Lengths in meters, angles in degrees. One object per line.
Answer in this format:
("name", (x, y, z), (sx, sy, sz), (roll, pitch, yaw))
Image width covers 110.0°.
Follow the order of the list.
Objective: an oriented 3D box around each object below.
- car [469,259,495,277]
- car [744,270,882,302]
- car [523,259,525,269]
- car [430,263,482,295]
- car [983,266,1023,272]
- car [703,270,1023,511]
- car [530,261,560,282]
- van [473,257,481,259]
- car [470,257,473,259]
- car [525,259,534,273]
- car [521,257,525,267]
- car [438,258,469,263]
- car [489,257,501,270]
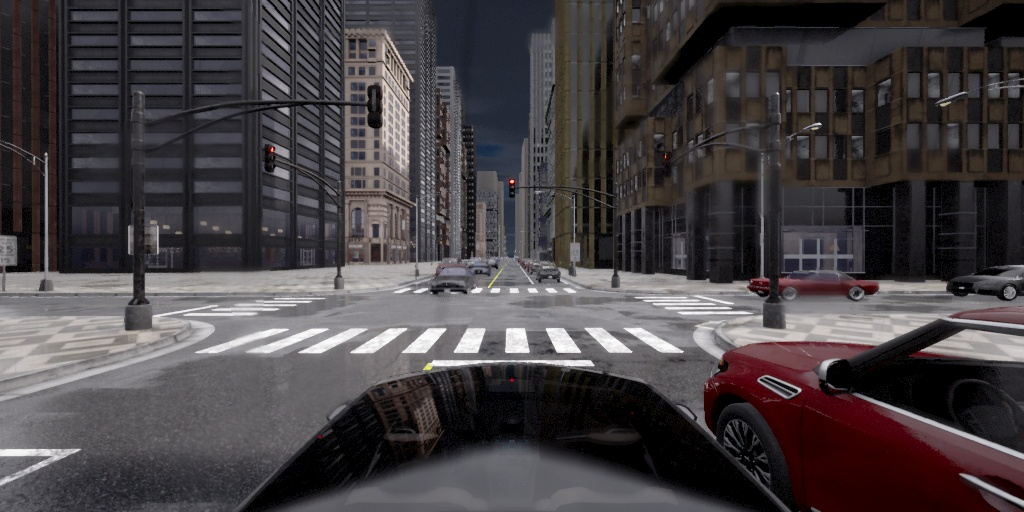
("car", (-3.083, 1.316, 35.308), (1.994, 1.385, 4.181), (0, 0, 0))
("car", (13.527, 1.314, 16.346), (4.718, 1.301, 1.895), (0, 0, 0))
("car", (2.785, 1.300, 45.097), (1.888, 1.381, 4.507), (0, 0, 0))
("car", (-3.091, 1.295, 19.840), (2.033, 1.411, 5.357), (0, 0, 0))
("car", (22.961, 1.197, 16.388), (4.892, 1.490, 1.837), (0, 0, 0))
("car", (2.762, 1.065, 1.202), (2.192, 1.841, 5.009), (0, 0, 0))
("car", (2.776, 1.302, 28.175), (2.007, 1.370, 4.403), (0, 0, 0))
("van", (-5.735, 1.100, 56.373), (1.690, 1.789, 3.998), (0, 0, 0))
("car", (-5.743, 1.193, 39.452), (1.967, 1.591, 4.097), (0, 0, 0))
("car", (2.782, 1.304, 39.456), (2.007, 1.370, 4.403), (0, 0, 0))
("car", (2.790, 1.199, 56.378), (1.967, 1.591, 4.097), (0, 0, 0))
("car", (-5.746, 1.067, 33.810), (2.192, 1.841, 5.009), (0, 0, 0))
("car", (-3.042, 1.236, 54.324), (1.882, 1.535, 5.008), (0, 0, 0))
